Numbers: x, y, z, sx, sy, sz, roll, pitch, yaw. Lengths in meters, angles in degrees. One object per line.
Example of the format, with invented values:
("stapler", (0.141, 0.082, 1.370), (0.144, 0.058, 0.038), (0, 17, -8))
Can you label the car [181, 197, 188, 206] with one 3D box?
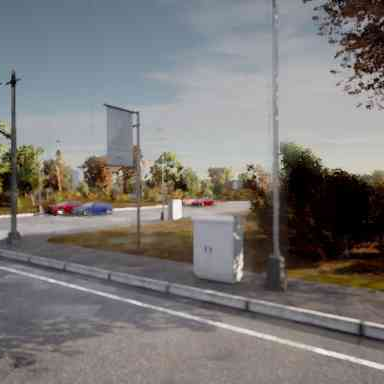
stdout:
("car", (-0.420, 1.547, 55.491), (2.097, 1.767, 4.553), (0, 0, 33))

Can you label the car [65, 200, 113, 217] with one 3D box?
("car", (-10.060, 1.694, 33.818), (1.812, 1.442, 4.674), (0, 0, 32))

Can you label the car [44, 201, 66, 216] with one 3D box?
("car", (-13.193, 1.667, 35.415), (1.882, 1.535, 5.008), (0, 0, 32))

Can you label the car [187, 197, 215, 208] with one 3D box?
("car", (1.791, 1.653, 52.458), (1.882, 1.535, 5.008), (0, 0, 33))
